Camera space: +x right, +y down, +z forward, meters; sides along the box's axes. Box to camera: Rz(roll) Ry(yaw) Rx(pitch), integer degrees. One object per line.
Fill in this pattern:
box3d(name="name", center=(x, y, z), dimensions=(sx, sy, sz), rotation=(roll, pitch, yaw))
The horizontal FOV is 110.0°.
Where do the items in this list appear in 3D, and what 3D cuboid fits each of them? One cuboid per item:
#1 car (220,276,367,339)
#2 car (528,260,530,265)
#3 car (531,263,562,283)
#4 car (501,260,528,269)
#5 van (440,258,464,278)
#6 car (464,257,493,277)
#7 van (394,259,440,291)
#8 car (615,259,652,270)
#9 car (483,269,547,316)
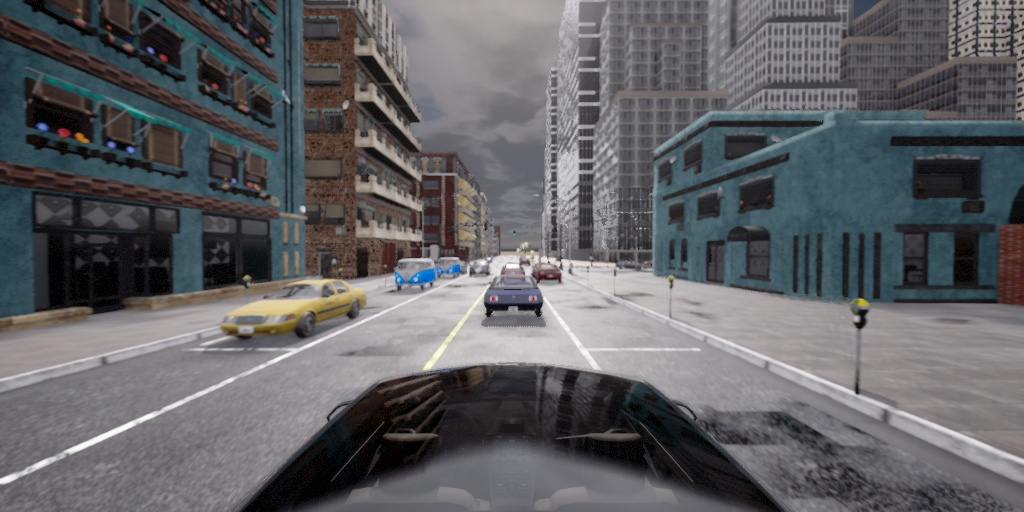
box3d(name="car", center=(-5.692, 1.259, 10.092), dimensions=(1.751, 1.417, 4.829), rotation=(0, 0, 0))
box3d(name="car", center=(2.687, 1.265, 32.621), dimensions=(1.802, 1.307, 4.207), rotation=(0, 0, 0))
box3d(name="car", center=(2.688, 1.241, 27.041), dimensions=(1.888, 1.381, 4.507), rotation=(0, 0, 0))
box3d(name="car", center=(0.070, 1.254, 29.444), dimensions=(1.994, 1.385, 4.181), rotation=(0, 0, 0))
box3d(name="van", center=(-5.693, 1.024, 32.586), dimensions=(1.690, 1.789, 3.998), rotation=(0, 0, 0))
box3d(name="car", center=(-3.072, 1.169, 34.994), dimensions=(2.128, 1.511, 4.902), rotation=(0, 0, 0))
box3d(name="van", center=(-5.693, 1.051, 21.423), dimensions=(1.690, 1.789, 3.998), rotation=(0, 0, 0))
box3d(name="car", center=(16.711, 1.337, 50.380), dimensions=(4.403, 1.370, 2.007), rotation=(0, 0, 1))
box3d(name="car", center=(0.063, 1.329, 13.216), dimensions=(1.895, 1.301, 4.718), rotation=(0, 0, 0))
